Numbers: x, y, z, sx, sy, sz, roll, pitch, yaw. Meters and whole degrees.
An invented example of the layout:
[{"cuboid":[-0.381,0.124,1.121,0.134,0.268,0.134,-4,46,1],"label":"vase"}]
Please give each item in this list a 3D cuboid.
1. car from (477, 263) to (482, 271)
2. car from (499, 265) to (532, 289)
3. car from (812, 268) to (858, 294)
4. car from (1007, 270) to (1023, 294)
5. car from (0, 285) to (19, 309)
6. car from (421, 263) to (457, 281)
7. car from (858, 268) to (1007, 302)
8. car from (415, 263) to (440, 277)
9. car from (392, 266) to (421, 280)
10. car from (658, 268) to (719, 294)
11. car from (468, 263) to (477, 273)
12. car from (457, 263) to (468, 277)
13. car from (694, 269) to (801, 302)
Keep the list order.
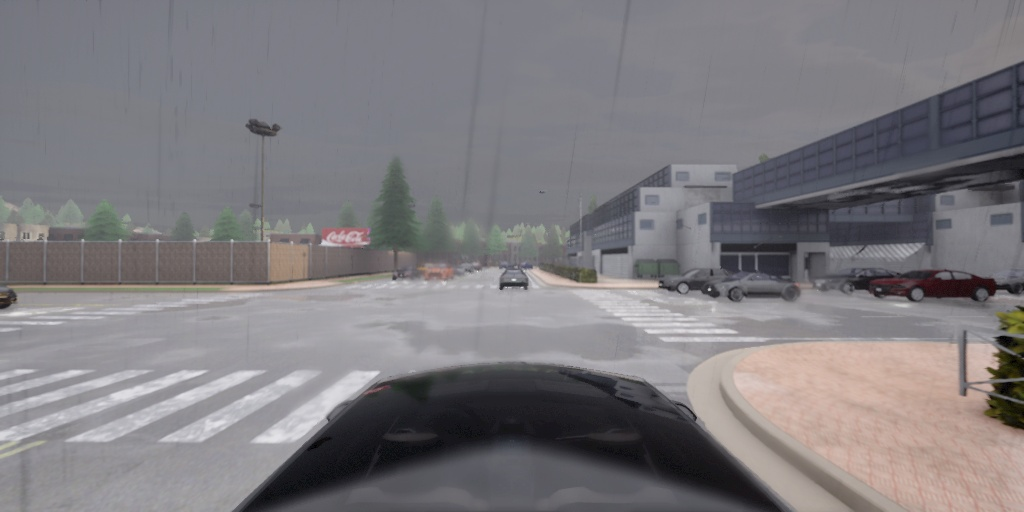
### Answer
[{"cuboid":[-6.559,1.928,64.495,1.882,1.535,5.008,0,-1,5],"label":"car"},{"cuboid":[0.141,1.582,25.786,1.994,1.385,4.181,0,-1,0],"label":"car"},{"cuboid":[20.740,1.460,21.385,4.902,1.511,2.128,0,-1,0],"label":"car"},{"cuboid":[30.561,1.515,21.389,5.357,1.411,2.033,0,-1,0],"label":"car"},{"cuboid":[-21.848,1.371,13.501,4.892,1.490,1.837,0,-1,0],"label":"car"},{"cuboid":[-6.990,1.472,34.833,2.097,1.767,4.553,0,-1,1],"label":"car"},{"cuboid":[20.785,1.407,17.885,5.008,1.535,1.882,0,-1,0],"label":"car"},{"cuboid":[-10.416,1.706,44.611,1.882,1.535,5.008,0,-1,1],"label":"car"},{"cuboid":[-10.482,1.696,35.968,1.994,1.385,4.181,0,-1,0],"label":"car"},{"cuboid":[11.324,1.474,21.420,4.892,1.490,1.837,0,-1,1],"label":"car"},{"cuboid":[-6.809,1.838,54.037,1.837,1.490,4.892,0,-1,1],"label":"car"},{"cuboid":[-6.926,1.821,43.816,1.895,1.301,4.718,0,-1,1],"label":"car"},{"cuboid":[11.813,1.494,17.878,4.181,1.385,1.994,0,-1,-1],"label":"car"}]
